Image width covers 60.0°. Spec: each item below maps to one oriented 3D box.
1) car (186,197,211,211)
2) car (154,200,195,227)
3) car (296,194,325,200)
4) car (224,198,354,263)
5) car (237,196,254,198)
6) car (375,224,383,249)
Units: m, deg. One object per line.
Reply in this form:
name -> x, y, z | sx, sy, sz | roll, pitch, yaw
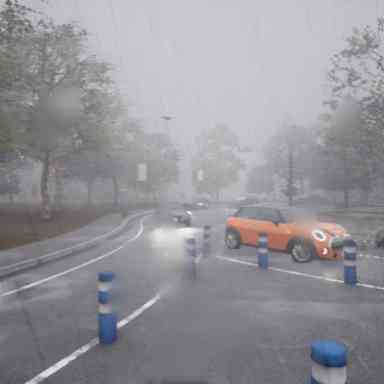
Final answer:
car -> 0.352, 1.232, 36.598 | 2.033, 1.411, 5.357 | 0, 1, 27
car -> -1.335, 1.414, 21.272 | 1.994, 1.385, 4.181 | 0, 1, -11
car -> 16.942, 1.005, 48.321 | 4.674, 1.442, 1.812 | 0, 0, -8
car -> 3.281, 1.273, 11.880 | 2.097, 1.767, 4.553 | -1, 1, -37
car -> 6.112, 1.155, 39.112 | 1.812, 1.442, 4.674 | 0, 0, 44
car -> 8.512, 1.466, 11.113 | 4.181, 1.385, 1.994 | 0, 1, 40
